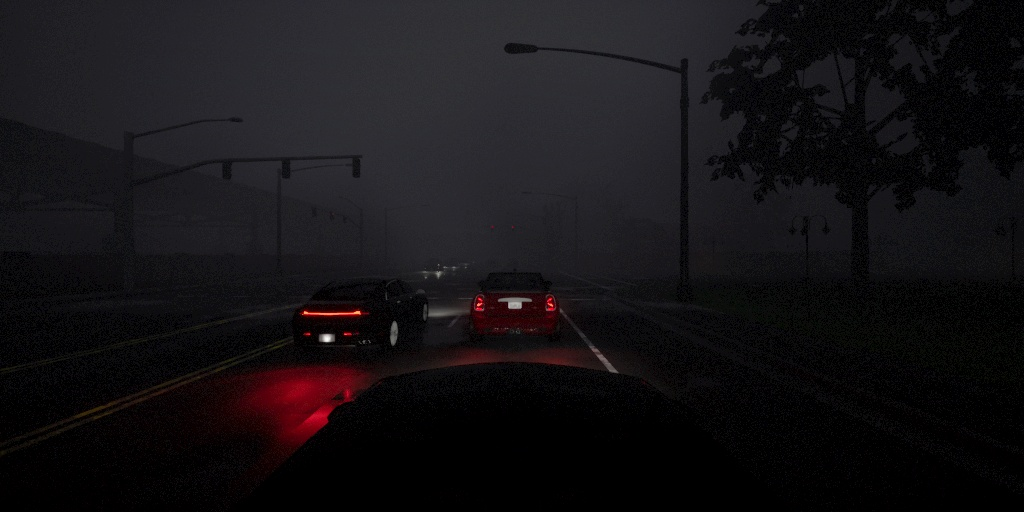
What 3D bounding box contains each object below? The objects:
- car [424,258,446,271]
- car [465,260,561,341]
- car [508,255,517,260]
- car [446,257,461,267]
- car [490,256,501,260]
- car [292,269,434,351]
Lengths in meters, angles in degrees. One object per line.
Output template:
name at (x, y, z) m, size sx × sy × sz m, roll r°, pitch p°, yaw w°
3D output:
car at (-10.202, 1.053, 46.728) m, size 2.097 × 1.767 × 4.553 m, roll 0°, pitch 0°, yaw -7°
car at (0.075, 1.102, 9.990) m, size 2.097 × 1.767 × 4.553 m, roll 0°, pitch 0°, yaw 0°
car at (0.074, 1.094, 58.705) m, size 2.128 × 1.511 × 4.902 m, roll 0°, pitch 1°, yaw 0°
car at (-10.598, 1.062, 62.380) m, size 1.837 × 1.490 × 4.892 m, roll 0°, pitch 0°, yaw 0°
car at (-3.430, 1.114, 62.946) m, size 1.994 × 1.385 × 4.181 m, roll 0°, pitch 1°, yaw 0°
car at (-3.421, 1.255, 8.997) m, size 1.837 × 1.490 × 4.892 m, roll 0°, pitch 0°, yaw -1°
